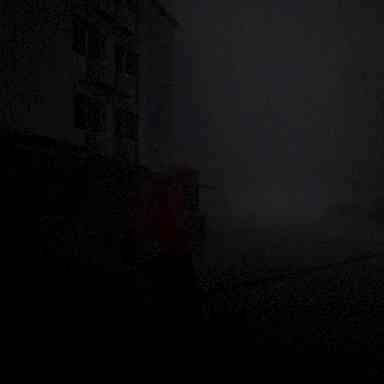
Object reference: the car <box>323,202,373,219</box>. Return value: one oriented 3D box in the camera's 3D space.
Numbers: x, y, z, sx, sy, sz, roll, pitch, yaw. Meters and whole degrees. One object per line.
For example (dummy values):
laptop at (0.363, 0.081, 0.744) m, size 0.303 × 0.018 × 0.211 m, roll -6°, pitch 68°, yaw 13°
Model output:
car at (14.290, 1.547, 29.167) m, size 2.033 × 1.411 × 5.357 m, roll 0°, pitch 0°, yaw -36°

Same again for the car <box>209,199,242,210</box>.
car at (4.334, 1.601, 43.108) m, size 1.895 × 1.301 × 4.718 m, roll 0°, pitch 0°, yaw -36°
